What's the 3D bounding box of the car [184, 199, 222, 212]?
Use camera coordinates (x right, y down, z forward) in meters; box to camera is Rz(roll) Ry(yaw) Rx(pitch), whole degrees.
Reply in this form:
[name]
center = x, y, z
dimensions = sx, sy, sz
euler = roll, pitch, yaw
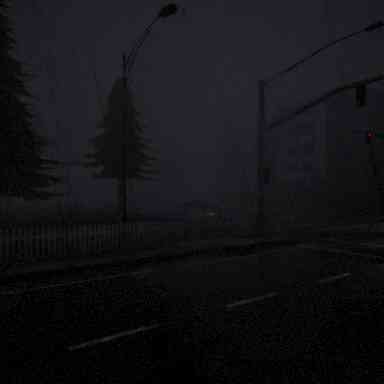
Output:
[car]
center = 1.184, 1.532, 37.775
dimensions = 2.033, 1.411, 5.357
euler = 0, 0, -34
